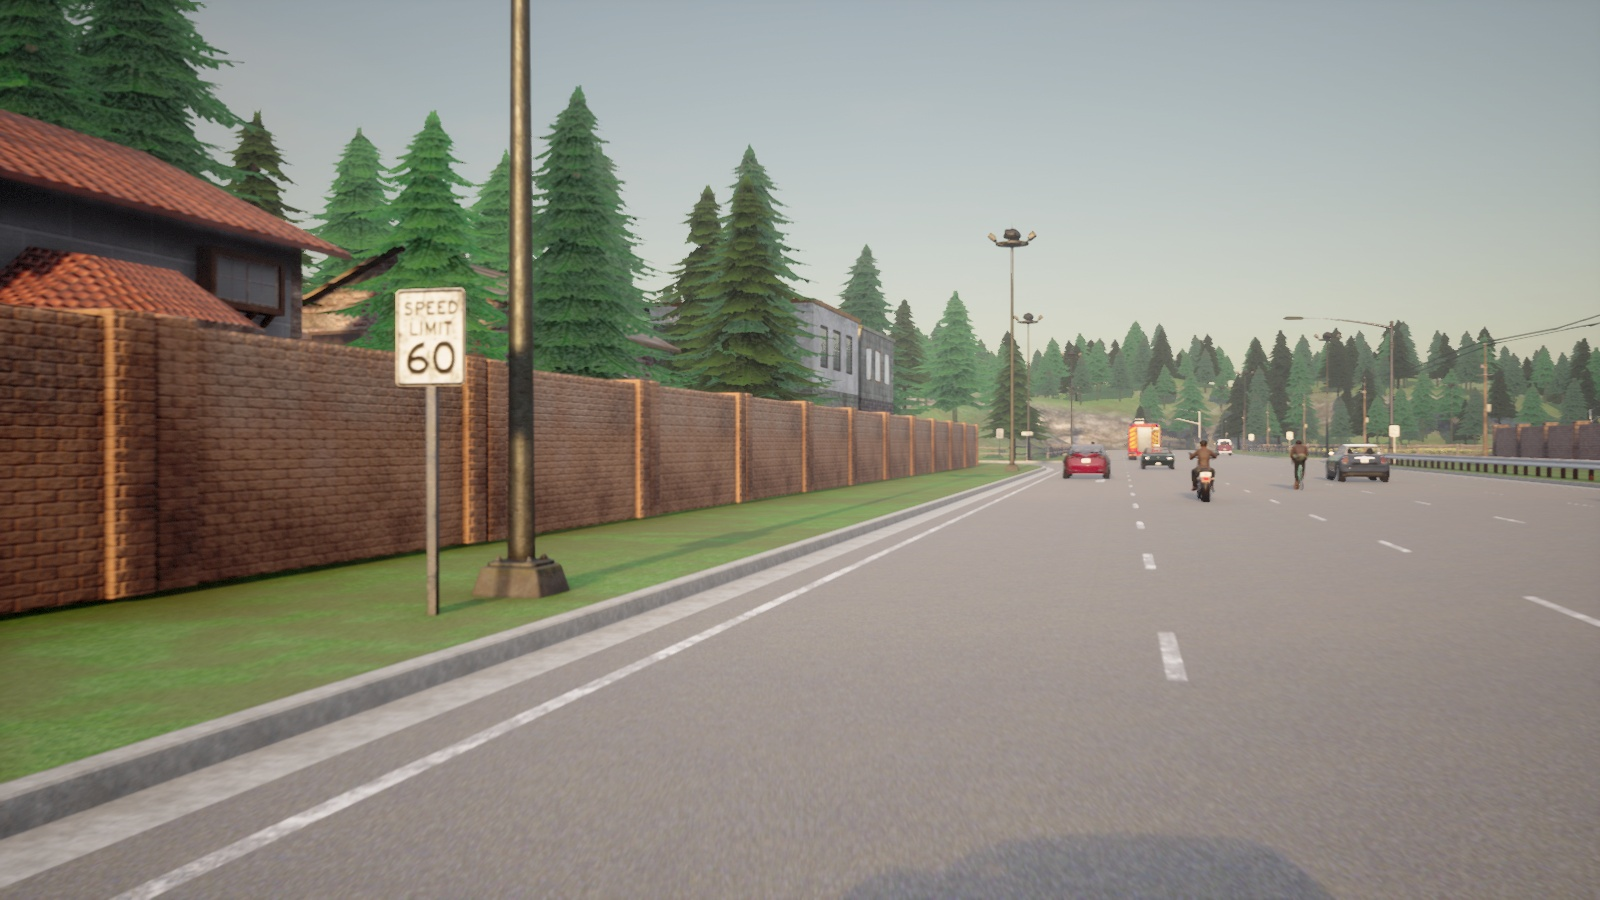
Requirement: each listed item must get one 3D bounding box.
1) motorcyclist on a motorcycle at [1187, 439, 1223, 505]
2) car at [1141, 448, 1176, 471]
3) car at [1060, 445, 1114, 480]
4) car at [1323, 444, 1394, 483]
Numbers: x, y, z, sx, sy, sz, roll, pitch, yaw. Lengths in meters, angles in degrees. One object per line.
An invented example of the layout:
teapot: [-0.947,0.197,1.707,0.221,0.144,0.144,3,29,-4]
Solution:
motorcyclist on a motorcycle: [10.604,0.556,32.950,0.766,1.649,2.350,0,0,14]
car: [21.184,0.526,74.344,1.895,1.301,4.718,0,0,14]
car: [12.559,0.508,54.732,2.163,1.488,4.792,0,0,14]
car: [22.196,0.502,50.035,1.970,1.475,3.806,0,0,14]
